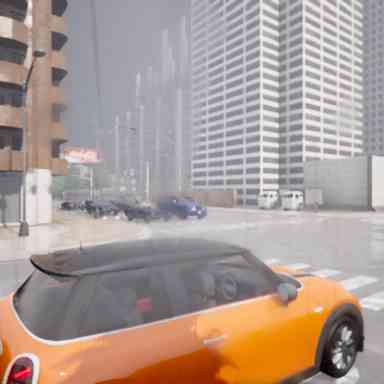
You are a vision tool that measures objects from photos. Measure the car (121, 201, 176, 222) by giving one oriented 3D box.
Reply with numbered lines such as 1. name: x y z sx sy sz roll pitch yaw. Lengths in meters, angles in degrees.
1. car: -3.511 1.654 26.231 1.895 1.301 4.718 0 0 -36

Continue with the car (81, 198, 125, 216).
1. car: -9.227 1.601 34.000 2.033 1.411 5.357 0 0 -36

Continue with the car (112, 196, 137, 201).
1. car: -6.766 1.557 36.564 1.837 1.490 4.892 0 0 -36

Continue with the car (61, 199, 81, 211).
1. car: -15.099 1.617 42.032 1.994 1.385 4.181 0 0 -35

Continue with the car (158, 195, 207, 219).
1. car: -1.037 1.274 28.775 2.150 2.045 5.566 0 0 -36

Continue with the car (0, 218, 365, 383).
1. car: 0.086 1.352 4.034 4.553 1.767 2.097 0 0 -35

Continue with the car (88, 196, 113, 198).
1. car: -12.840 1.405 44.861 2.097 1.767 4.553 0 0 -36
